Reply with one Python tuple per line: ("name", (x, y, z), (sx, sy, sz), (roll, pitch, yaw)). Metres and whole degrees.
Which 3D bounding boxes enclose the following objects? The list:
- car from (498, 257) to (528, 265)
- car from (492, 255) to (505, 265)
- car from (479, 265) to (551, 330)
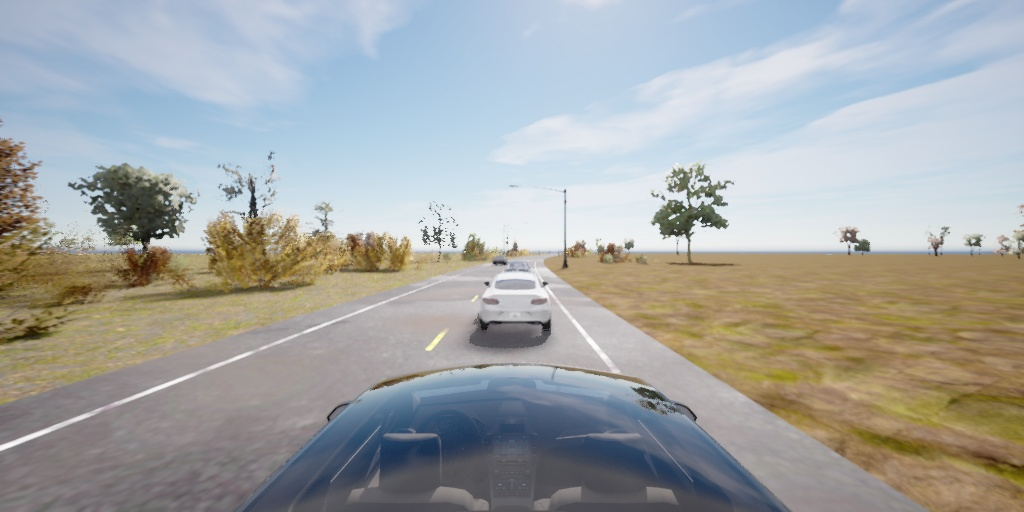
("car", (0.408, 1.042, 25.209), (2.033, 1.411, 5.357), (0, 1, 2))
("car", (-1.840, 0.648, 54.542), (1.882, 1.535, 5.008), (0, 0, 4))
("car", (0.117, 1.180, 10.608), (1.812, 1.442, 4.674), (0, 1, 1))
